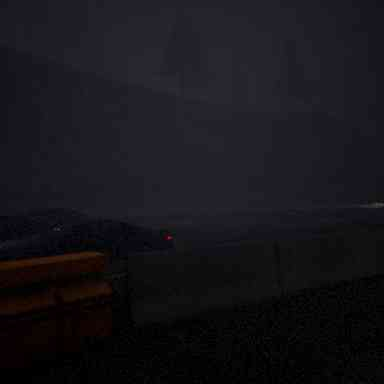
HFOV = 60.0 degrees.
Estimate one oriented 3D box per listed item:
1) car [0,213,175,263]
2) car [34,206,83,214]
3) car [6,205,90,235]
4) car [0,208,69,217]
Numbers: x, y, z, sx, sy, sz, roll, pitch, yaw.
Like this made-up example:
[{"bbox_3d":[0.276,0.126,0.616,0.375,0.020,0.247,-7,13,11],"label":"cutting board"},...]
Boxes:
[{"bbox_3d":[-3.162,1.521,10.178,5.357,1.411,2.033,0,0,-34],"label":"car"},{"bbox_3d":[-7.241,1.467,15.820,4.892,1.490,1.837,0,0,-33],"label":"car"},{"bbox_3d":[-8.325,1.517,19.287,4.181,1.385,1.994,0,0,-33],"label":"car"},{"bbox_3d":[-7.069,1.501,11.713,4.674,1.442,1.812,0,0,-35],"label":"car"}]
